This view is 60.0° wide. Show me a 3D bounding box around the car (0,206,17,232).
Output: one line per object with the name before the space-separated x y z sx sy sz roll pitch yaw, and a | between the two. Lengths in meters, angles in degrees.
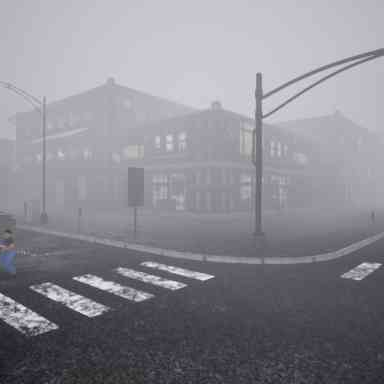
car | -10.441 1.338 16.990 4.206 1.307 1.802 1 0 40

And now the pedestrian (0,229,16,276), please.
pedestrian | -4.533 1.441 8.320 0.375 1.300 0.375 0 -1 40
